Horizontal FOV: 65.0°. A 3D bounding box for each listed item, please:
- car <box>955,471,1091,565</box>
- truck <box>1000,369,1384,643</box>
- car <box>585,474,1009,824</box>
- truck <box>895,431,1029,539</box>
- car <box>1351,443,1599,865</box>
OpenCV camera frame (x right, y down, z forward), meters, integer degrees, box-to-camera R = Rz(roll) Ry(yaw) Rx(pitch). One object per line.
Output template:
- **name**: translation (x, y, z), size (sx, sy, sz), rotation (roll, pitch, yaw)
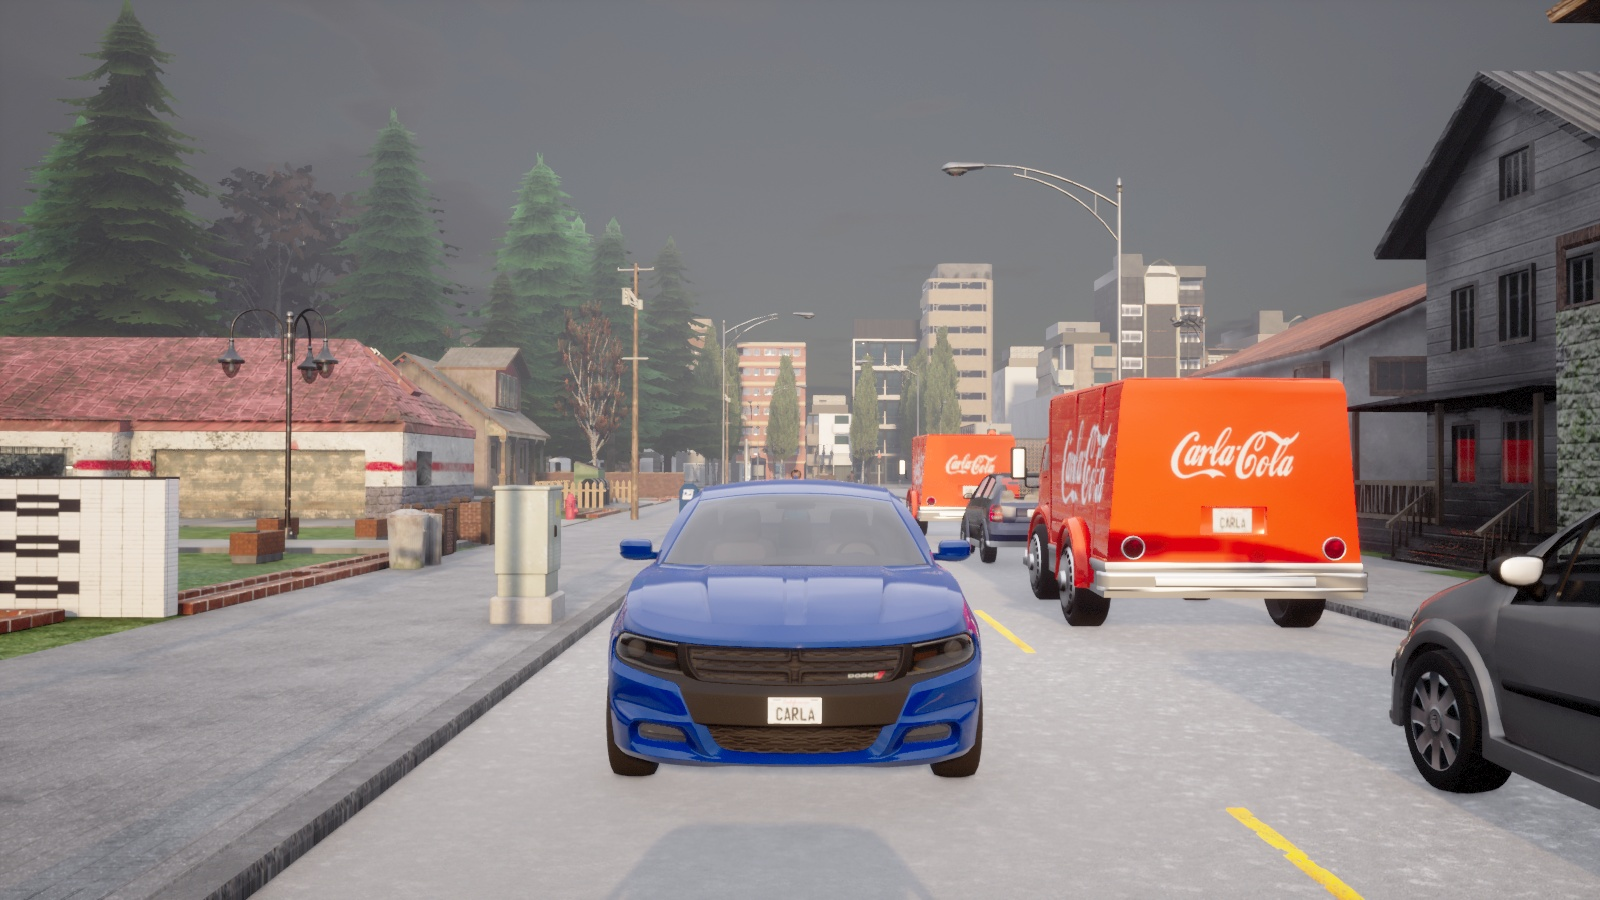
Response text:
- **car**: translation (3.938, 1.158, 22.732), size (1.789, 1.549, 3.705), rotation (0, -1, 0)
- **truck**: translation (3.953, 0.546, 13.944), size (2.627, 2.467, 5.204), rotation (0, -1, 0)
- **car**: translation (-0.024, 0.928, 8.083), size (1.882, 1.535, 5.008), rotation (0, -1, 0)
- **truck**: translation (3.919, 0.840, 31.491), size (2.627, 2.467, 5.204), rotation (0, -1, -1)
- **car**: translation (3.985, 0.780, 4.946), size (1.851, 1.617, 3.988), rotation (0, -1, 0)
